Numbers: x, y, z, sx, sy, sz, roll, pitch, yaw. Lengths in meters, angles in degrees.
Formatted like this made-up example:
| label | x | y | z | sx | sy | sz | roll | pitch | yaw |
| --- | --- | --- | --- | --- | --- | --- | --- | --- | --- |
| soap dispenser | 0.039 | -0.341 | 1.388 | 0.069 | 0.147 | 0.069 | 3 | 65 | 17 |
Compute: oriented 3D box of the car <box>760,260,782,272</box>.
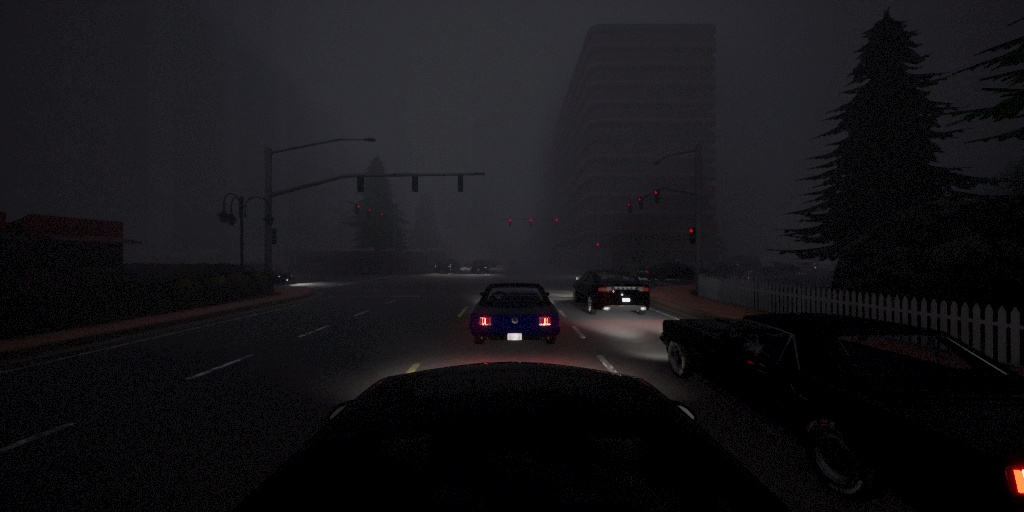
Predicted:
| label | x | y | z | sx | sy | sz | roll | pitch | yaw |
| --- | --- | --- | --- | --- | --- | --- | --- | --- | --- |
| car | 33.681 | 1.220 | 46.540 | 1.812 | 1.442 | 4.674 | 0 | 0 | 42 |

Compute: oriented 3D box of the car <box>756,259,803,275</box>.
| label | x | y | z | sx | sy | sz | roll | pitch | yaw |
| --- | --- | --- | --- | --- | --- | --- | --- | --- | --- |
| car | 27.911 | 1.295 | 37.402 | 4.718 | 1.301 | 1.895 | 0 | 0 | -31 |

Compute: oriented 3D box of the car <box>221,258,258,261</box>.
| label | x | y | z | sx | sy | sz | roll | pitch | yaw |
| --- | --- | --- | --- | --- | --- | --- | --- | --- | --- |
| car | -25.092 | 1.220 | 34.927 | 4.674 | 1.442 | 1.812 | 0 | 0 | 0 |

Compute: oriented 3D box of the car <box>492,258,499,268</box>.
| label | x | y | z | sx | sy | sz | roll | pitch | yaw |
| --- | --- | --- | --- | --- | --- | --- | --- | --- | --- |
| car | -3.599 | 1.227 | 59.188 | 1.882 | 1.535 | 5.008 | 0 | 0 | 0 |

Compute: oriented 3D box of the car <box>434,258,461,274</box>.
| label | x | y | z | sx | sy | sz | roll | pitch | yaw |
| --- | --- | --- | --- | --- | --- | --- | --- | --- | --- |
| car | -7.461 | 1.101 | 41.835 | 2.097 | 1.767 | 4.553 | 0 | 0 | 7 |

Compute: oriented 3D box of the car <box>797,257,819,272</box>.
| label | x | y | z | sx | sy | sz | roll | pitch | yaw |
| --- | --- | --- | --- | --- | --- | --- | --- | --- | --- |
| car | 36.573 | 0.918 | 44.492 | 2.150 | 2.045 | 5.566 | 0 | 0 | 42 |

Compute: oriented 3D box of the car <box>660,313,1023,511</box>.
| label | x | y | z | sx | sy | sz | roll | pitch | yaw |
| --- | --- | --- | --- | --- | --- | --- | --- | --- | --- |
| car | 3.600 | 1.351 | 4.386 | 1.895 | 1.301 | 4.718 | 0 | 0 | 0 |

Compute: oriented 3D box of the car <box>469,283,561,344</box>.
| label | x | y | z | sx | sy | sz | roll | pitch | yaw |
| --- | --- | --- | --- | --- | --- | --- | --- | --- | --- |
| car | 0.072 | 1.351 | 9.500 | 1.895 | 1.301 | 4.718 | 0 | 0 | 0 |

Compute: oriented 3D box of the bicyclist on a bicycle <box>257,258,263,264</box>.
| label | x | y | z | sx | sy | sz | roll | pitch | yaw |
| --- | --- | --- | --- | --- | --- | --- | --- | --- | --- |
| bicyclist on a bicycle | -27.897 | 0.996 | 39.744 | 0.582 | 1.620 | 1.656 | 0 | 0 | 0 |

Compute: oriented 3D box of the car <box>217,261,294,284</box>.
| label | x | y | z | sx | sy | sz | roll | pitch | yaw |
| --- | --- | --- | --- | --- | --- | --- | --- | --- | --- |
| car | -17.917 | 1.242 | 24.337 | 5.357 | 1.411 | 2.033 | 0 | 0 | 0 |

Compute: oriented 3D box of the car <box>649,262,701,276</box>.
| label | x | y | z | sx | sy | sz | roll | pitch | yaw |
| --- | --- | --- | --- | --- | --- | --- | --- | --- | --- |
| car | 16.580 | 1.295 | 36.488 | 4.718 | 1.301 | 1.895 | 0 | 0 | -14 |

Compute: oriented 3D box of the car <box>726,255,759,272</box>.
| label | x | y | z | sx | sy | sz | roll | pitch | yaw |
| --- | --- | --- | --- | --- | --- | --- | --- | --- | --- |
| car | 25.640 | 0.916 | 40.091 | 5.566 | 2.045 | 2.150 | 0 | 0 | -31 |

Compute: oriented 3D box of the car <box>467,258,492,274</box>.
| label | x | y | z | sx | sy | sz | roll | pitch | yaw |
| --- | --- | --- | --- | --- | --- | --- | --- | --- | --- |
| car | -3.612 | 1.247 | 40.744 | 1.837 | 1.490 | 4.892 | 0 | -1 | 0 |

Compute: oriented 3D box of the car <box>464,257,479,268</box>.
| label | x | y | z | sx | sy | sz | roll | pitch | yaw |
| --- | --- | --- | --- | --- | --- | --- | --- | --- | --- |
| car | -7.089 | 1.351 | 61.808 | 1.895 | 1.301 | 4.718 | 0 | 0 | 0 |

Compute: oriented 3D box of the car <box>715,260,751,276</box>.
| label | x | y | z | sx | sy | sz | roll | pitch | yaw |
| --- | --- | --- | --- | --- | --- | --- | --- | --- | --- |
| car | 19.562 | 1.295 | 33.639 | 4.718 | 1.301 | 1.895 | 0 | 0 | -18 |

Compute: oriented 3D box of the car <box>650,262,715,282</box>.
| label | x | y | z | sx | sy | sz | roll | pitch | yaw |
| --- | --- | --- | --- | --- | --- | --- | --- | --- | --- |
| car | 12.579 | 1.240 | 28.152 | 5.357 | 1.411 | 2.033 | 0 | 0 | -7 |

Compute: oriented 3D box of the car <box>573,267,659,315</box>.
| label | x | y | z | sx | sy | sz | roll | pitch | yaw |
| --- | --- | --- | --- | --- | --- | --- | --- | --- | --- |
| car | 3.584 | 1.228 | 13.706 | 1.882 | 1.535 | 5.008 | 0 | 0 | 0 |
